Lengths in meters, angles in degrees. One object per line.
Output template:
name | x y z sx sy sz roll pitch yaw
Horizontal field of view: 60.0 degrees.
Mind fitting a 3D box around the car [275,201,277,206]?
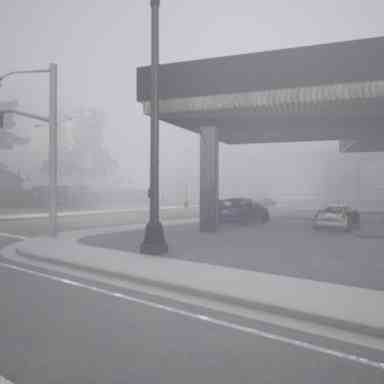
car | 10.460 1.480 48.003 2.033 1.411 5.357 0 0 37

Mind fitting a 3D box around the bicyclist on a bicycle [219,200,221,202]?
bicyclist on a bicycle | 2.496 1.334 29.718 0.582 1.620 1.656 0 -9 -36

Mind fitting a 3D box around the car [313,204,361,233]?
car | 8.452 1.441 19.265 1.970 1.475 3.806 0 0 37

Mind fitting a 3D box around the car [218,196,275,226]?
car | 3.377 1.260 22.063 2.242 1.667 4.611 0 0 37

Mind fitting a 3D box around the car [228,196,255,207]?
car | 7.472 1.426 49.853 1.837 1.490 4.892 0 0 36
